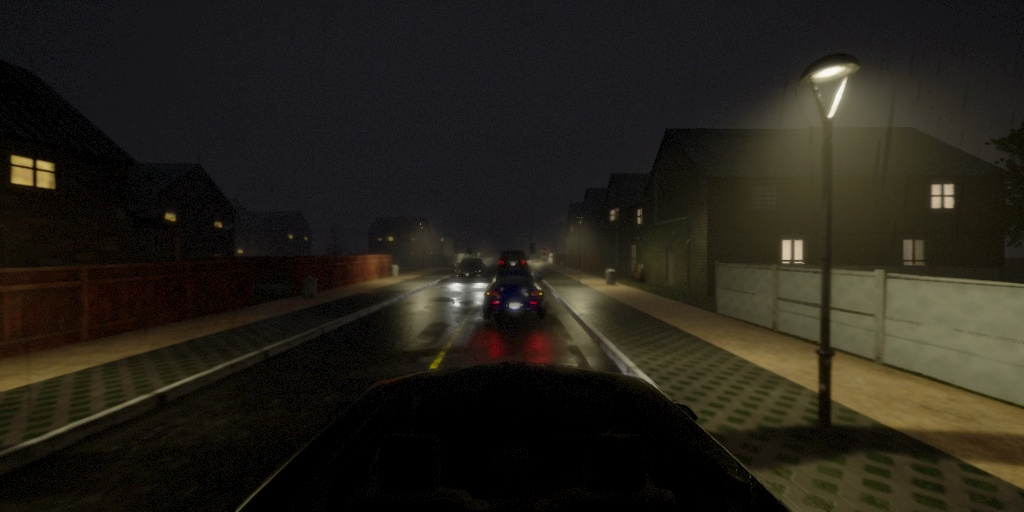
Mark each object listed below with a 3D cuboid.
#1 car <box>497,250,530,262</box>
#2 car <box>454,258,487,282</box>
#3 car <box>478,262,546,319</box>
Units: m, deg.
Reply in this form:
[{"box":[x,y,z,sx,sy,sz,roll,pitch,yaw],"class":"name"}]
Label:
[{"box":[0.105,0.594,26.413,2.150,2.045,5.566,0,1,1],"class":"car"},{"box":[-2.771,0.905,24.701,1.837,1.490,4.892,0,0,0],"class":"car"},{"box":[0.072,1.120,11.898,1.812,1.442,4.674,0,1,0],"class":"car"}]
